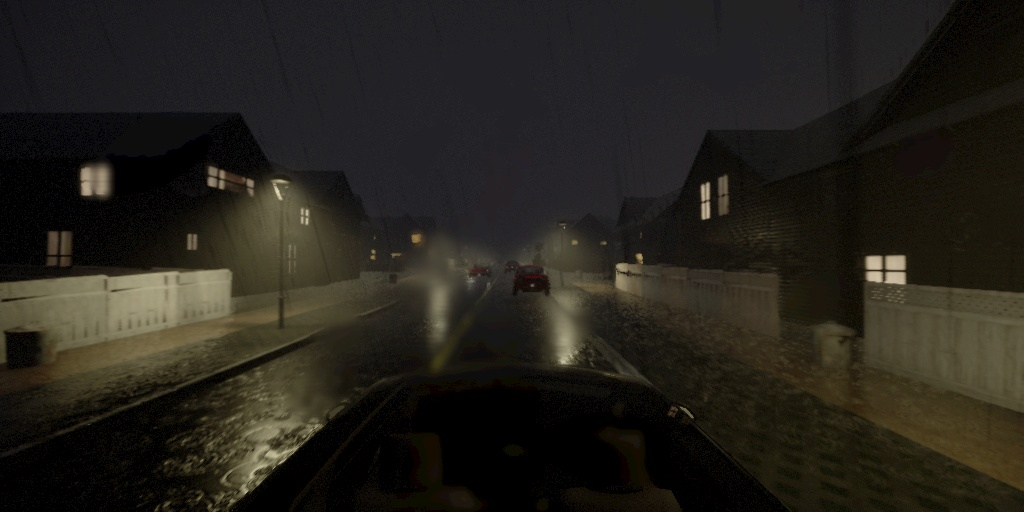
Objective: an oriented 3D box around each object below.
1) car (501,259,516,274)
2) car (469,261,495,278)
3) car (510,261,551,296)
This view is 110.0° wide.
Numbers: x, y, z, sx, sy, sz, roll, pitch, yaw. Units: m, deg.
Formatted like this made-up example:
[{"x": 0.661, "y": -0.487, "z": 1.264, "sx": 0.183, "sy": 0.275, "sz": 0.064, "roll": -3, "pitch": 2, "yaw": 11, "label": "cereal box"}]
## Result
[{"x": 0.053, "y": 1.295, "z": 42.159, "sx": 2.033, "sy": 1.411, "sz": 5.357, "roll": 0, "pitch": 0, "yaw": 1, "label": "car"}, {"x": -2.840, "y": 1.344, "z": 33.291, "sx": 1.895, "sy": 1.301, "sz": 4.718, "roll": 0, "pitch": 0, "yaw": 0, "label": "car"}, {"x": 0.965, "y": 1.220, "z": 19.334, "sx": 1.882, "sy": 1.535, "sz": 5.008, "roll": 0, "pitch": 0, "yaw": 0, "label": "car"}]
